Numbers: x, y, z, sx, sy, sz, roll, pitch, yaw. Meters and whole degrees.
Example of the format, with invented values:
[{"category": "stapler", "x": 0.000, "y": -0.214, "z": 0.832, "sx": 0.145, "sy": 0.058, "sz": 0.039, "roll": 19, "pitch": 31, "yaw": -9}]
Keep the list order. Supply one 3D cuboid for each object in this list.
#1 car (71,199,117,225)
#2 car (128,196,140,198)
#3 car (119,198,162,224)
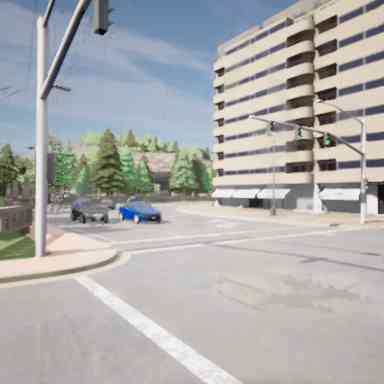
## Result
[{"category": "car", "x": -7.528, "y": 1.491, "z": 24.357, "sx": 2.128, "sy": 1.511, "sz": 4.902, "roll": 1, "pitch": 0, "yaw": -31}, {"category": "car", "x": -10.162, "y": 1.283, "z": 58.285, "sx": 1.812, "sy": 1.442, "sz": 4.674, "roll": 0, "pitch": 0, "yaw": 14}, {"category": "car", "x": -3.982, "y": 1.512, "z": 25.215, "sx": 1.882, "sy": 1.535, "sz": 5.008, "roll": 1, "pitch": 0, "yaw": -32}]
